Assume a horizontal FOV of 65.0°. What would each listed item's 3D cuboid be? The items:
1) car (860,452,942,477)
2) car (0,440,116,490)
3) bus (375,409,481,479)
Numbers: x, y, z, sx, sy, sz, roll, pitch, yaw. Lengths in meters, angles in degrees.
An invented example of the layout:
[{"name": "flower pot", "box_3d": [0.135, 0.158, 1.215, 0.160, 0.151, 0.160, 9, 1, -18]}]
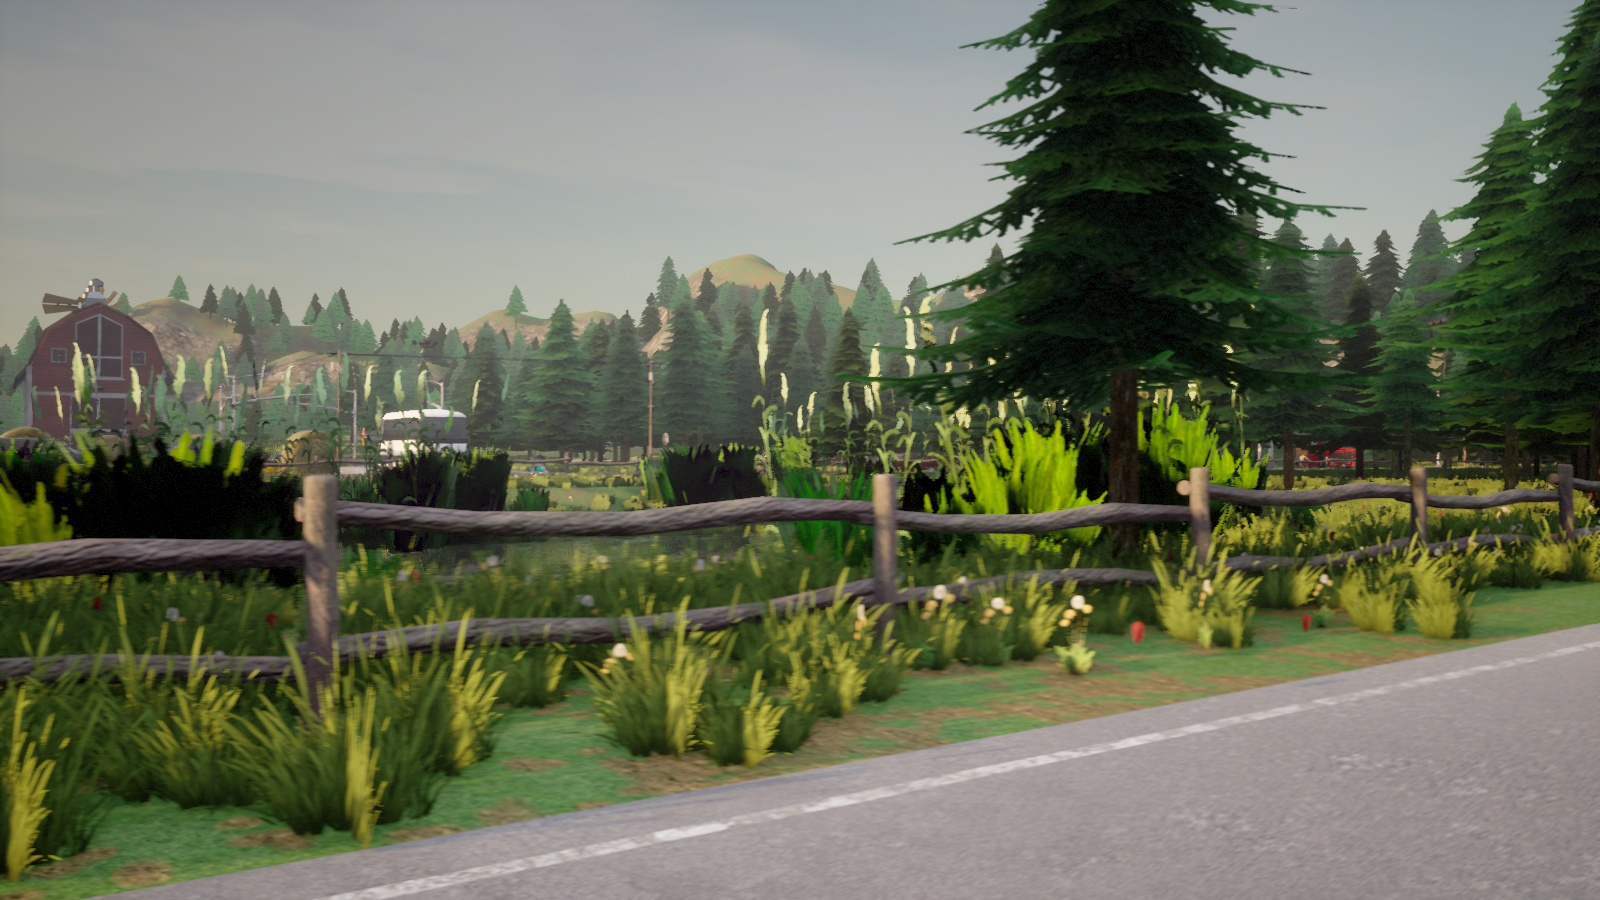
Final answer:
[{"name": "car", "box_3d": [6.426, 0.881, 79.547, 5.008, 1.535, 1.882, 0, 0, -30]}, {"name": "car", "box_3d": [-32.444, 0.638, 53.742, 5.566, 2.045, 2.150, 0, 0, -29]}, {"name": "bus", "box_3d": [-24.223, -0.366, 81.339, 3.944, 4.253, 10.273, 0, 0, -32]}]
